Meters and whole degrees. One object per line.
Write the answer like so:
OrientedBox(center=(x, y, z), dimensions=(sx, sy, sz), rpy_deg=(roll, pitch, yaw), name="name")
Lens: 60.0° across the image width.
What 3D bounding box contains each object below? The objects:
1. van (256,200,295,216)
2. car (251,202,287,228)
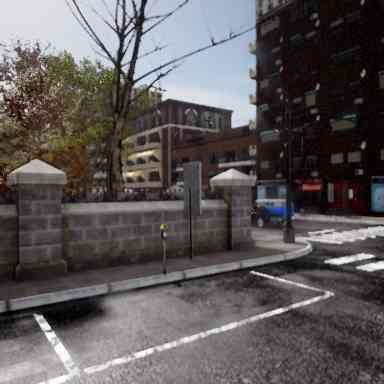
OrientedBox(center=(7.316, 1.579, 30.200), dimensions=(1.690, 1.788, 3.998), rpy_deg=(-2, 0, -36), name="van")
OrientedBox(center=(4.496, 1.726, 24.237), dimensions=(1.837, 1.490, 4.892), rpy_deg=(0, -1, -36), name="car")
